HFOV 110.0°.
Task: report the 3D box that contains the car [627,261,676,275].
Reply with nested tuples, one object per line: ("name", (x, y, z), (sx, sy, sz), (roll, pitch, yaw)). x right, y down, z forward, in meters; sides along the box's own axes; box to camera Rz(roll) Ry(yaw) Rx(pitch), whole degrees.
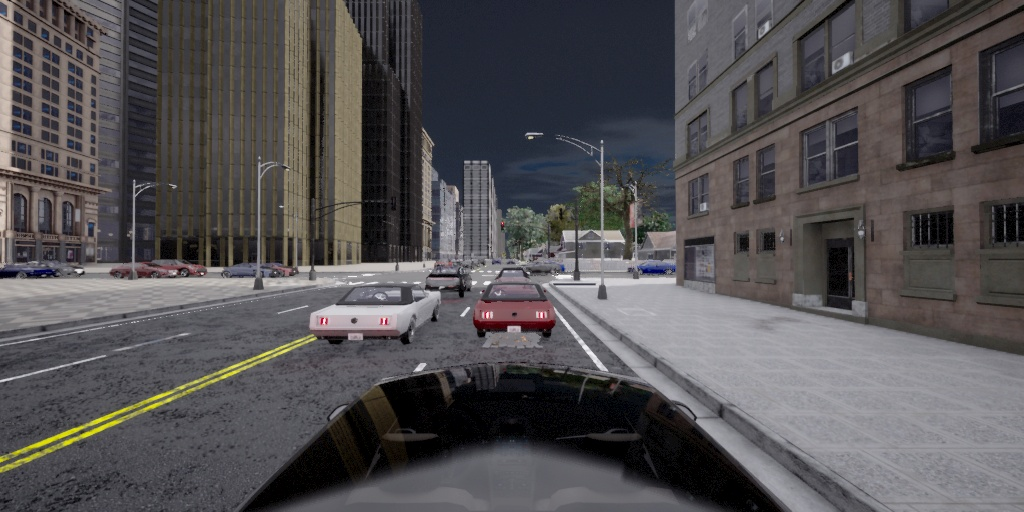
("car", (14.780, 1.249, 38.024), (5.008, 1.535, 1.882), (0, -1, 0))

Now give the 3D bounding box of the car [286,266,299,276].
("car", (-22.831, 1.304, 34.265), (4.181, 1.385, 1.994), (0, -1, -3))

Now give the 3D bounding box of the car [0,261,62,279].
("car", (-41.160, 1.305, 29.614), (4.718, 1.301, 1.895), (0, -1, -6))

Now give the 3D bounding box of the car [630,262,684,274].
("car", (16.575, 1.352, 41.269), (5.357, 1.411, 2.033), (0, -1, 0))

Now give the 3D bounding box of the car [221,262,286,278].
("car", (-22.543, 1.271, 31.024), (4.181, 1.385, 1.994), (0, -1, -3))

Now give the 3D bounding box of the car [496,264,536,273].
("car", (0.038, 1.316, 18.981), (1.994, 1.385, 4.181), (0, 0, 0))

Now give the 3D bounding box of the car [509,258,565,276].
("car", (2.636, 1.252, 37.059), (4.902, 1.511, 2.128), (0, -1, -14))

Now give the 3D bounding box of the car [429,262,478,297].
("car", (-3.209, 1.243, 18.756), (2.128, 1.511, 4.902), (0, 0, 0))

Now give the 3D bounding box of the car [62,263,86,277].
("car", (-42.260, 1.228, 32.760), (4.902, 1.511, 2.128), (0, -1, -6))

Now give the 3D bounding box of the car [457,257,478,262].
("car", (-6.770, 1.257, 54.488), (1.837, 1.490, 4.892), (0, 0, 0))

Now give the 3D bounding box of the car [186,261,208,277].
("car", (-31.515, 1.092, 33.724), (4.553, 1.767, 2.097), (0, -1, -5))

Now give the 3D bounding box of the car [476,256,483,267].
("car", (-6.777, 1.257, 64.627), (1.837, 1.490, 4.892), (0, 0, 0))

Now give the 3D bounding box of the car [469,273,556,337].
("car", (0.052, 1.350, 10.224), (1.895, 1.301, 4.718), (0, 0, 0))

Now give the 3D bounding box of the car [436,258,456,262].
("car", (-10.018, 1.105, 52.660), (2.097, 1.767, 4.553), (0, 0, 0))

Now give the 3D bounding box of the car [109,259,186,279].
("car", (-31.215, 1.233, 30.490), (4.674, 1.442, 1.812), (0, -1, -4))

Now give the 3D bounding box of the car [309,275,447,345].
("car", (-3.181, 1.352, 9.502), (1.895, 1.301, 4.718), (0, 0, 0))
